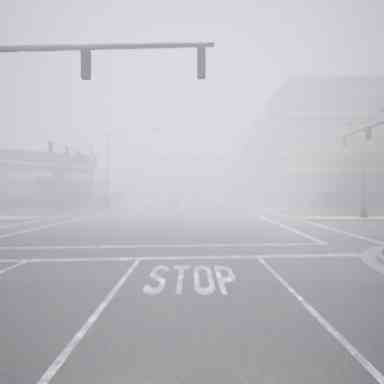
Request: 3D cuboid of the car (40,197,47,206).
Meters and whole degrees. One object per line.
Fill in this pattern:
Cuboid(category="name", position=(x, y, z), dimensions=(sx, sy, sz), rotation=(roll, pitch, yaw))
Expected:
Cuboid(category="car", position=(-24.032, 1.422, 49.985), dimensions=(3.806, 1.475, 1.970), rotation=(0, 0, 1))

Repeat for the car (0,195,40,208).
Cuboid(category="car", position=(-23.315, 1.265, 44.234), dimensions=(4.611, 1.667, 2.242), rotation=(0, 0, 1))

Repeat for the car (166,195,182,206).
Cuboid(category="car", position=(-3.187, 1.510, 55.088), dimensions=(2.033, 1.411, 5.357), rotation=(0, 0, 0))

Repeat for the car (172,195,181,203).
Cuboid(category="car", position=(-3.272, 1.452, 71.469), dimensions=(1.837, 1.490, 4.892), rotation=(0, 0, 0))
